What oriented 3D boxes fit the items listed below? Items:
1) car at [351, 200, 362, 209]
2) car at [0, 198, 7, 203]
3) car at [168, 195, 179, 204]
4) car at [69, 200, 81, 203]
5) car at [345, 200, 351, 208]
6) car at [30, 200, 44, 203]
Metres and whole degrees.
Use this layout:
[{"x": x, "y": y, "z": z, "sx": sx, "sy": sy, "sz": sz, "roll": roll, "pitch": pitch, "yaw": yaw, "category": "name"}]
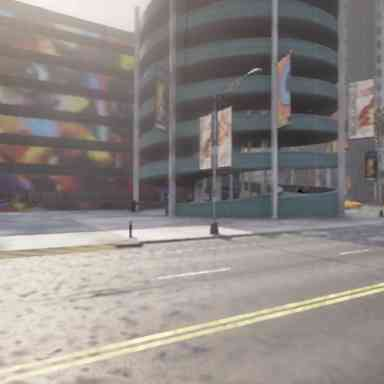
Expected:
[{"x": 28.350, "y": 2.191, "z": 60.126, "sx": 1.882, "sy": 1.535, "sz": 5.008, "roll": 1, "pitch": -1, "yaw": -20, "category": "car"}, {"x": -30.520, "y": 1.770, "z": 53.035, "sx": 2.161, "sy": 1.482, "sz": 4.786, "roll": 1, "pitch": -1, "yaw": -31, "category": "car"}, {"x": -4.804, "y": 1.660, "z": 68.687, "sx": 2.435, "sy": 2.045, "sz": 5.566, "roll": 1, "pitch": -1, "yaw": -31, "category": "car"}, {"x": -20.317, "y": 1.922, "z": 58.569, "sx": 1.895, "sy": 1.301, "sz": 4.718, "roll": 1, "pitch": -1, "yaw": -31, "category": "car"}, {"x": 25.032, "y": 2.179, "z": 59.036, "sx": 2.128, "sy": 1.511, "sz": 4.902, "roll": 1, "pitch": -1, "yaw": -20, "category": "car"}, {"x": -20.775, "y": 1.644, "z": 44.622, "sx": 2.002, "sy": 1.452, "sz": 4.674, "roll": 1, "pitch": -1, "yaw": -31, "category": "car"}]
